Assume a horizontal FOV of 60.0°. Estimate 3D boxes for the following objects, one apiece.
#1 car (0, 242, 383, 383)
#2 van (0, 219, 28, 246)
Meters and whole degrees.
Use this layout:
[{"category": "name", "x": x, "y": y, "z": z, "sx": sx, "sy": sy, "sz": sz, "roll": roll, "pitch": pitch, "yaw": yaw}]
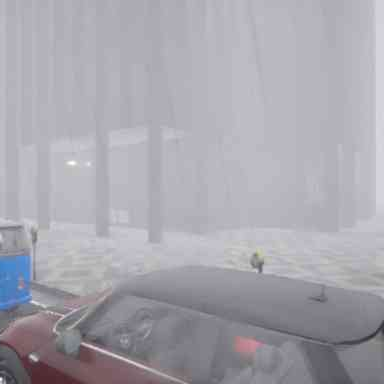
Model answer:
[{"category": "car", "x": -0.153, "y": 1.440, "z": 3.076, "sx": 4.097, "sy": 1.590, "sz": 1.967, "roll": 0, "pitch": 0, "yaw": 35}, {"category": "van", "x": -4.742, "y": 1.339, "z": 6.349, "sx": 3.998, "sy": 1.788, "sz": 1.690, "roll": 0, "pitch": 0, "yaw": 35}]
